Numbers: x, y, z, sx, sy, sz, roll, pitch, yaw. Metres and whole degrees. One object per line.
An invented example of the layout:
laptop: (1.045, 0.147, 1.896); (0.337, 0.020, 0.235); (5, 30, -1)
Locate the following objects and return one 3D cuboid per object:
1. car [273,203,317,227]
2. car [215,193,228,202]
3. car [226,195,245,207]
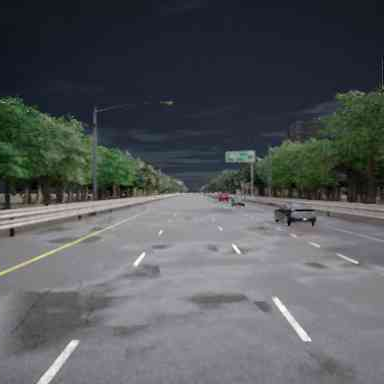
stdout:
car: (7.016, 1.498, 23.050); (2.128, 1.511, 4.902); (0, 0, 0)
car: (7.273, 1.204, 77.648); (2.150, 2.045, 5.566); (0, 0, 0)
car: (7.120, 1.550, 52.618); (2.033, 1.411, 5.357); (0, 0, 0)
